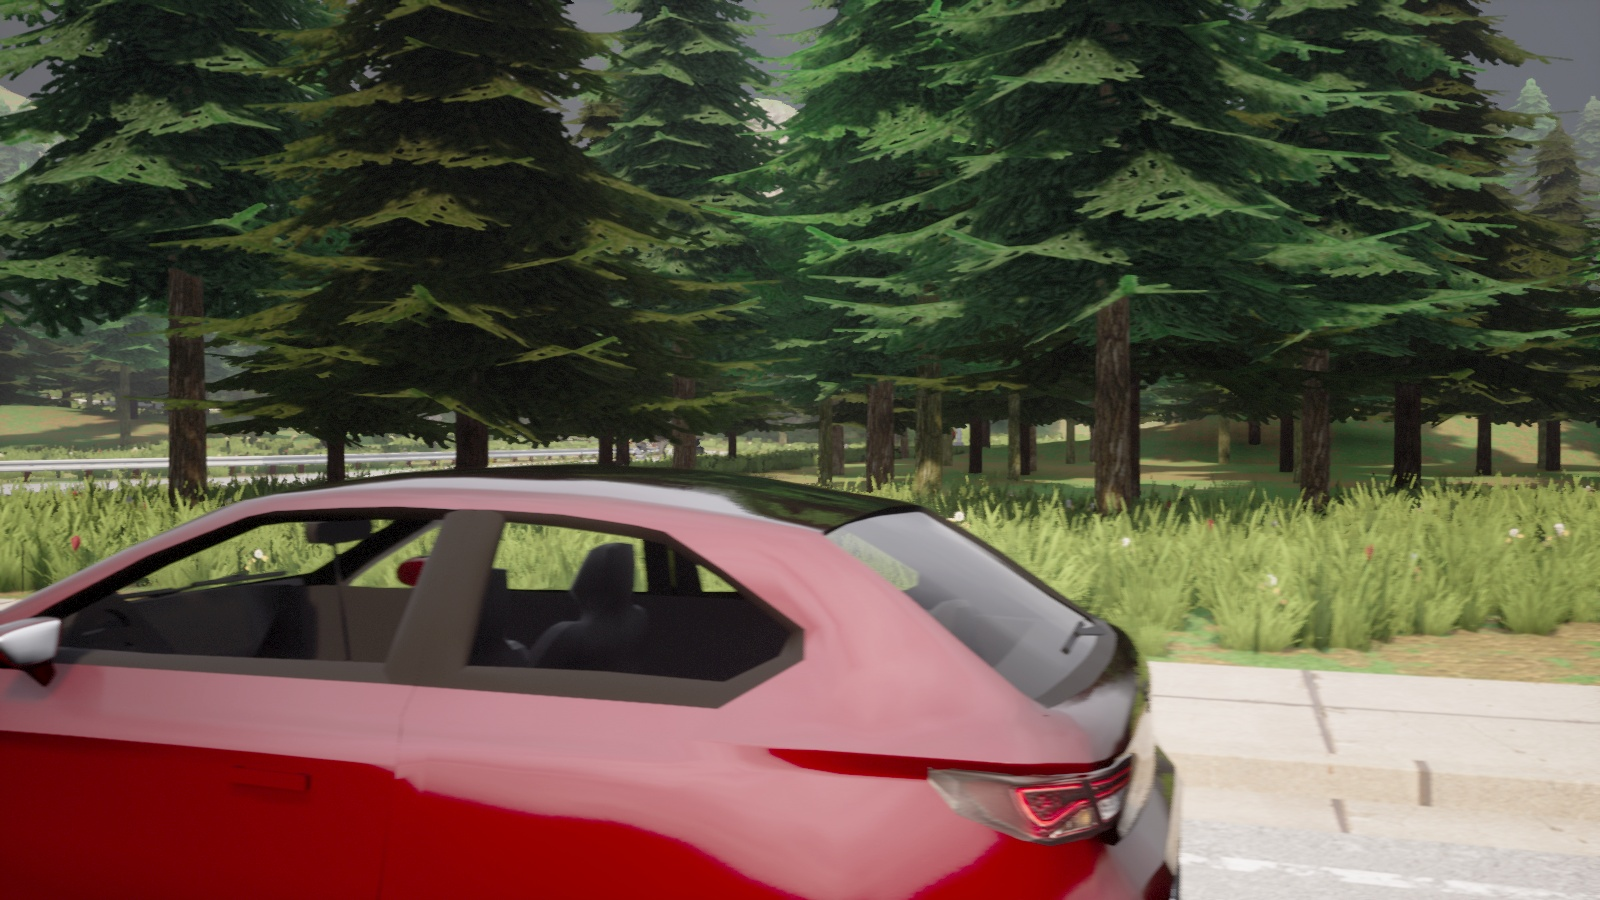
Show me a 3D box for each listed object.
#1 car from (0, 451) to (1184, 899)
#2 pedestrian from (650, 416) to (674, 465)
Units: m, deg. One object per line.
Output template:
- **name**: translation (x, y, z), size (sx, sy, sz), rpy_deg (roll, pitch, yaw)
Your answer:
- **car**: translation (-1.133, 0.774, 3.574), size (4.193, 1.474, 1.816), rpy_deg (1, 1, 19)
- **pedestrian**: translation (-5.309, -0.364, 48.228), size (0.563, 1.883, 0.849), rpy_deg (1, 1, 24)
